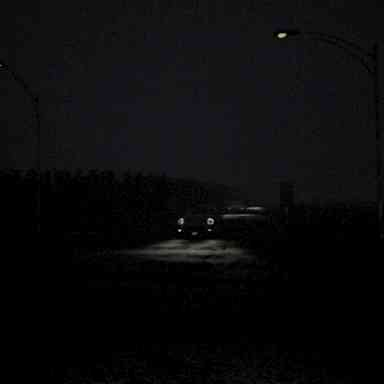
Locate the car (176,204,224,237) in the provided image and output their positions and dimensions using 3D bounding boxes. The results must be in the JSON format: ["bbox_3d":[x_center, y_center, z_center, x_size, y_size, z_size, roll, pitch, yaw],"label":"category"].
[{"bbox_3d":[0.573,1.543,19.129,2.097,1.767,4.553,-2,-1,12],"label":"car"}]

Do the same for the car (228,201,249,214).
[{"bbox_3d":[5.425,1.838,39.652,1.812,1.442,4.674,-2,-1,14],"label":"car"}]

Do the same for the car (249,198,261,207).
[{"bbox_3d":[11.271,1.909,60.153,2.128,1.511,4.902,-2,0,17],"label":"car"}]
